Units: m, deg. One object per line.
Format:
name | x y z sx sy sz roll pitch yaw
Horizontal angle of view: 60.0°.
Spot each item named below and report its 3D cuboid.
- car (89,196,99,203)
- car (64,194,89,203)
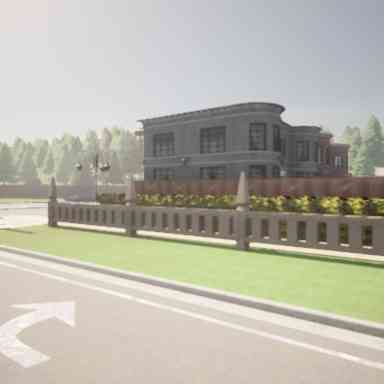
car | -14.160 1.214 54.968 1.994 1.385 4.181 1 0 36
car | -19.869 1.142 58.951 2.033 1.411 5.357 1 0 37
